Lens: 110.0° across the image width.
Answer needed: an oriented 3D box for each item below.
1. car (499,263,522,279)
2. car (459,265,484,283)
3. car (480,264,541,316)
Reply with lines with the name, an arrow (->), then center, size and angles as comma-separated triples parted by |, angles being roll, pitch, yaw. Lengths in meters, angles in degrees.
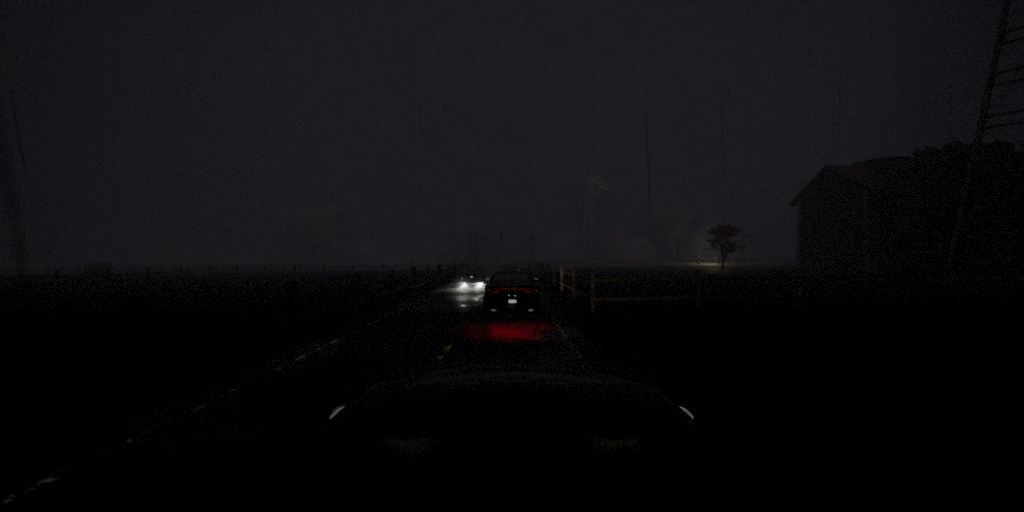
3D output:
car -> -0.152, 1.406, 34.152 | 1.994, 1.385, 4.181 | 0, 0, 0
car -> -3.058, 1.391, 29.008 | 1.994, 1.385, 4.181 | 0, 0, 0
car -> -0.003, 1.259, 13.667 | 1.882, 1.535, 5.008 | 0, 0, 0
